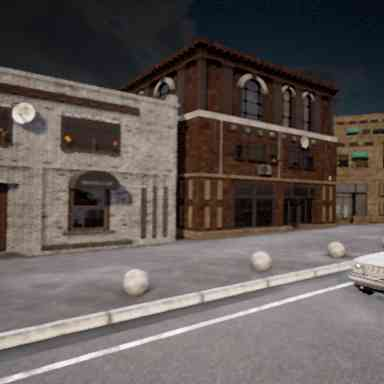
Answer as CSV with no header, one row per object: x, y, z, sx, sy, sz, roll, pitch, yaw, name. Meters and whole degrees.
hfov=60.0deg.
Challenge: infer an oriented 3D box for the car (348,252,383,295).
5.694,1.679,7.734,4.718,1.301,1.895,1,-1,-35,car
